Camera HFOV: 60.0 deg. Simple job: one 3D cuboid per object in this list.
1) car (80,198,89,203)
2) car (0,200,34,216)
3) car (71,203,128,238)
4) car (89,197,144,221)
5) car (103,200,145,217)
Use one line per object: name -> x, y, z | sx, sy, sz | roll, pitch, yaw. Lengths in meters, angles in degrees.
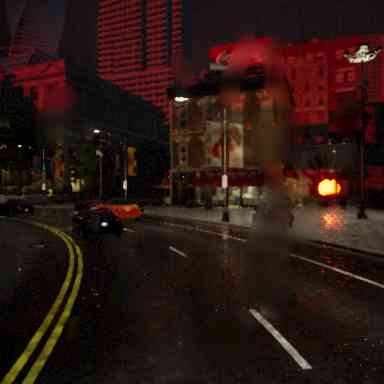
car -> -10.530, 1.368, 34.869 | 4.674, 1.452, 2.002 | 0, 0, 41
car -> -16.591, 1.436, 31.324 | 4.674, 1.442, 1.812 | 0, 0, 41
car -> -5.078, 1.486, 17.438 | 1.994, 1.385, 4.181 | -1, 0, -28
car -> -5.667, 1.232, 24.703 | 2.097, 1.767, 4.553 | -1, 1, -35
car -> -6.390, 1.441, 30.907 | 1.895, 1.301, 4.718 | -1, 0, -39
